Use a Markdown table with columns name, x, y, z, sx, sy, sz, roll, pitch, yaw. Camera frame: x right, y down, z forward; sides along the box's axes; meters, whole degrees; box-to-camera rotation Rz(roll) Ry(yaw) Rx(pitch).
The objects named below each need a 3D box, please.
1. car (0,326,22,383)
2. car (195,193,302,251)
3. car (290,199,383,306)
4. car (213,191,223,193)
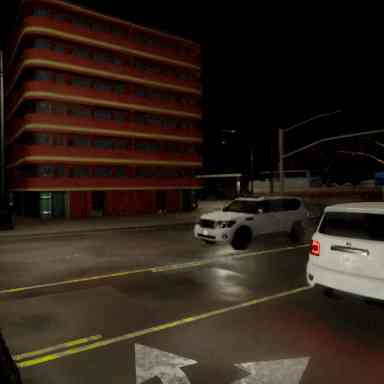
| name | x | y | z | sx | sy | sz | roll | pitch | yaw |
| --- | --- | --- | --- | --- | --- | --- | --- | --- | --- |
| car | -3.672 | 1.222 | 1.133 | 5.566 | 2.045 | 2.150 | 0 | 0 | -35 |
| car | 2.788 | 1.212 | 14.525 | 5.566 | 2.045 | 2.150 | 0 | 0 | -35 |
| car | 4.829 | 1.217 | 7.169 | 5.566 | 2.045 | 2.150 | 0 | 0 | -35 |
| car | 7.488 | 0.671 | 89.359 | 4.611 | 1.667 | 2.242 | -1 | 1 | -35 |
